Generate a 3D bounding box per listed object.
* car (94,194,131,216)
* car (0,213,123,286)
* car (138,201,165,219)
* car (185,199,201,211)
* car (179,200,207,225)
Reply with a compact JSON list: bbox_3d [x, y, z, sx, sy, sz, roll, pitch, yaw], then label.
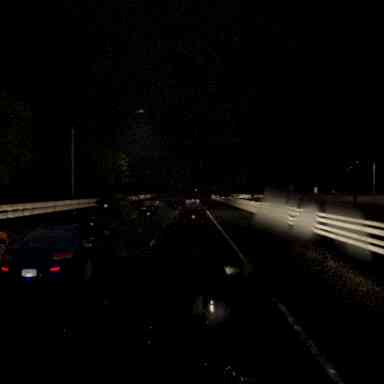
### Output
[{"bbox_3d":[-6.920,1.220,29.381,2.150,2.045,5.566,0,0,0],"label":"car"},{"bbox_3d":[-3.408,1.525,9.262,1.812,1.442,4.674,0,0,0],"label":"car"},{"bbox_3d":[-3.418,1.490,28.542,2.128,1.511,4.902,0,0,0],"label":"car"},{"bbox_3d":[0.077,1.599,41.464,1.895,1.301,4.718,0,0,0],"label":"car"},{"bbox_3d":[0.086,1.477,24.011,1.882,1.535,5.008,0,0,0],"label":"car"}]
